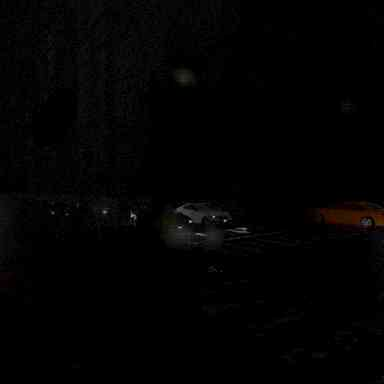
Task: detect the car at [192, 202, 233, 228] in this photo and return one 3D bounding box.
[{"bbox_3d":[0.609,1.415,21.709,1.812,1.442,4.674,-1,1,-36],"label":"car"}]

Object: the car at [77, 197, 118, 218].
[{"bbox_3d":[-8.425,1.340,28.671,2.128,1.511,4.902,-1,1,-36],"label":"car"}]

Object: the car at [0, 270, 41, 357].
[{"bbox_3d":[-4.152,1.545,3.690,4.507,1.381,1.887,0,-1,-36],"label":"car"}]

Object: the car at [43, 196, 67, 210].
[{"bbox_3d":[-16.394,1.216,39.789,1.882,1.535,5.008,-1,1,-35],"label":"car"}]

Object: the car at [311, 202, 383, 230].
[{"bbox_3d":[9.780,1.323,20.395,1.882,1.535,5.008,-1,1,-36],"label":"car"}]

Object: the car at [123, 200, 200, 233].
[{"bbox_3d":[-1.978,1.485,19.748,2.033,1.411,5.357,-1,1,-32],"label":"car"}]

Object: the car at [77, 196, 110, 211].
[{"bbox_3d":[-11.549,1.268,38.595,2.033,1.411,5.357,-1,1,-35],"label":"car"}]

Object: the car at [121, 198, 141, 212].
[{"bbox_3d":[-5.365,1.298,29.980,2.128,1.511,4.902,-1,1,-36],"label":"car"}]
